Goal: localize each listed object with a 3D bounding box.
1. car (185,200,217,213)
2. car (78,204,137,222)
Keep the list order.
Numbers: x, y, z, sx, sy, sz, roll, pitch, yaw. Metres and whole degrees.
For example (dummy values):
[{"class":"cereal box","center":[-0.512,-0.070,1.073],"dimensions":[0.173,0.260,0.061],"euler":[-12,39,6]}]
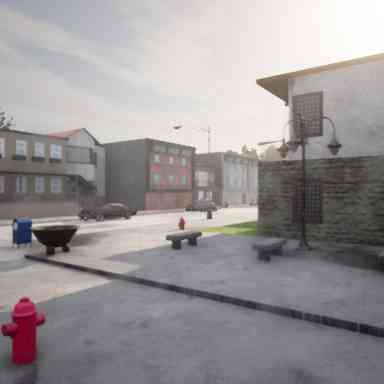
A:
[{"class":"car","center":[1.054,1.577,37.381],"dimensions":[1.994,1.385,4.181],"euler":[0,0,36]},{"class":"car","center":[-6.663,1.616,26.544],"dimensions":[1.895,1.301,4.718],"euler":[0,0,35]}]
